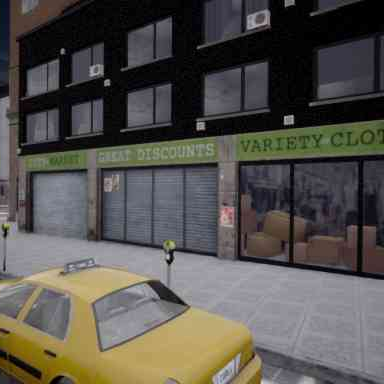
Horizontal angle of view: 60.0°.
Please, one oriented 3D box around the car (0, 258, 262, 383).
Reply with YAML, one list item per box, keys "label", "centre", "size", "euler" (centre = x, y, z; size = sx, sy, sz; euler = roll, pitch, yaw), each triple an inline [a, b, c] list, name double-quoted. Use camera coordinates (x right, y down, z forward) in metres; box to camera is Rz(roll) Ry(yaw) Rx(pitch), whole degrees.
- label: "car"
  centre: [-1.579, 1.524, 4.217]
  size: [4.829, 1.417, 1.752]
  euler: [0, 1, 35]
